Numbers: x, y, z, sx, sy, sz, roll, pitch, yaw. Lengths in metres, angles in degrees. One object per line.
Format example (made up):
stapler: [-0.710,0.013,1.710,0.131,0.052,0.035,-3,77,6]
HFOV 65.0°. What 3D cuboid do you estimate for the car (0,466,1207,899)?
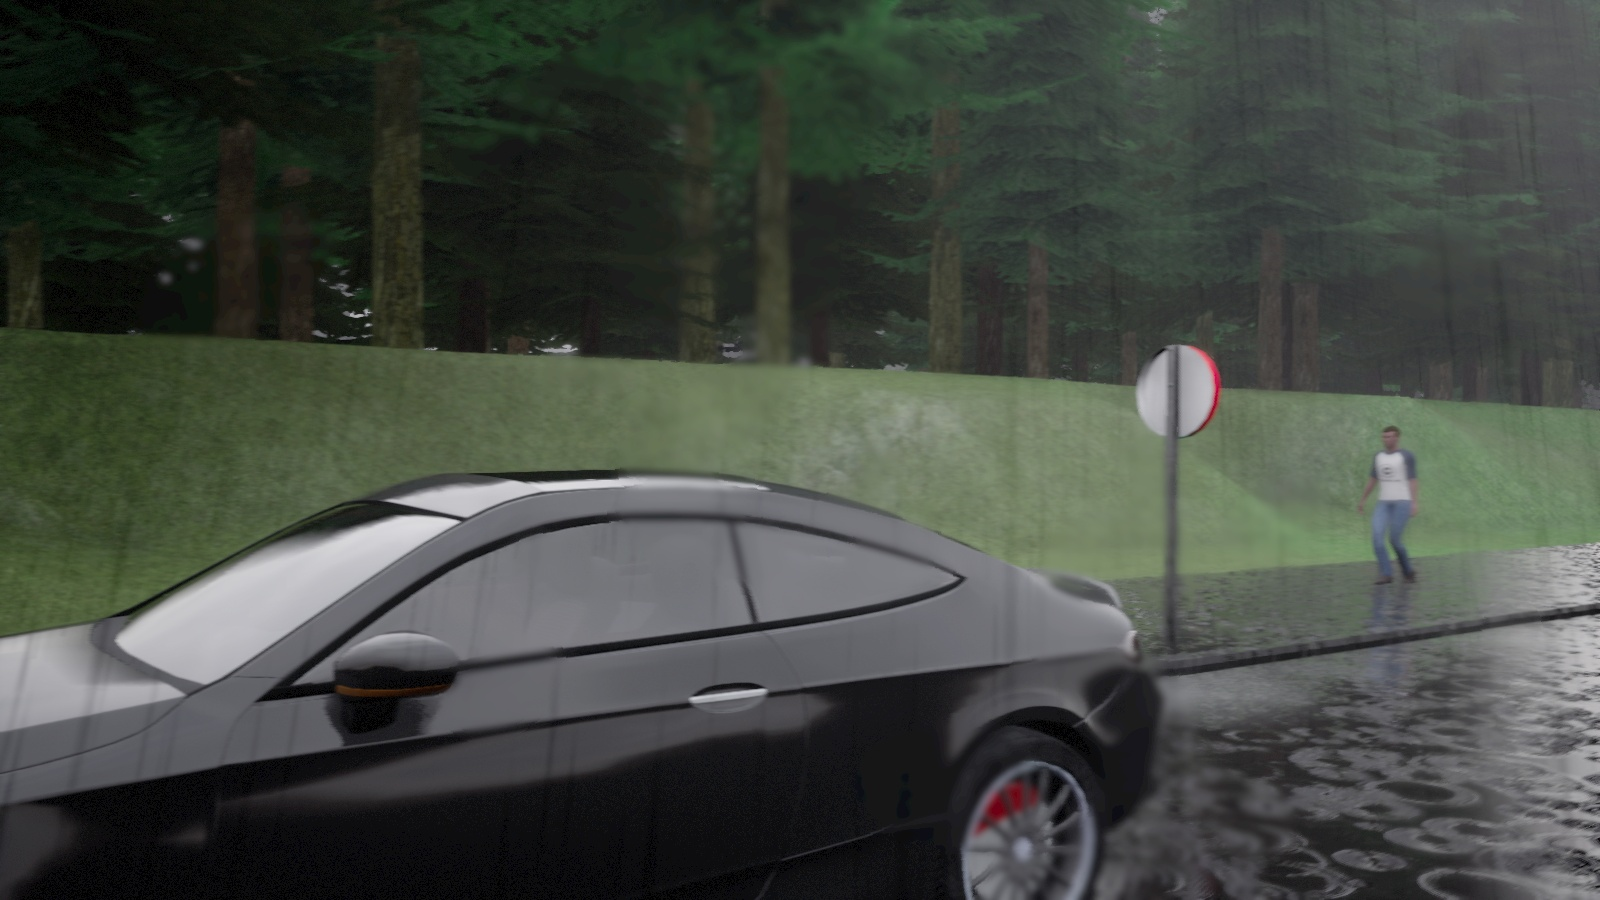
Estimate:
car: [-1.112,0.784,3.494,4.674,1.442,1.812,0,0,-35]

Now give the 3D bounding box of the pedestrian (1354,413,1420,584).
pedestrian: [6.469,0.518,13.832,0.706,1.836,0.354,0,0,-35]
